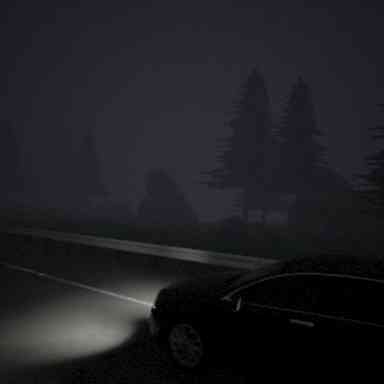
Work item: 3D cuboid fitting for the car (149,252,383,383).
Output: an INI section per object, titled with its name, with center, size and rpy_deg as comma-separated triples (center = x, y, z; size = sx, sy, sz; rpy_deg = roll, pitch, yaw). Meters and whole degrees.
[car]
center = 1.632, 1.512, 3.991
size = 4.892, 1.490, 1.837
rpy_deg = 0, 0, 36
